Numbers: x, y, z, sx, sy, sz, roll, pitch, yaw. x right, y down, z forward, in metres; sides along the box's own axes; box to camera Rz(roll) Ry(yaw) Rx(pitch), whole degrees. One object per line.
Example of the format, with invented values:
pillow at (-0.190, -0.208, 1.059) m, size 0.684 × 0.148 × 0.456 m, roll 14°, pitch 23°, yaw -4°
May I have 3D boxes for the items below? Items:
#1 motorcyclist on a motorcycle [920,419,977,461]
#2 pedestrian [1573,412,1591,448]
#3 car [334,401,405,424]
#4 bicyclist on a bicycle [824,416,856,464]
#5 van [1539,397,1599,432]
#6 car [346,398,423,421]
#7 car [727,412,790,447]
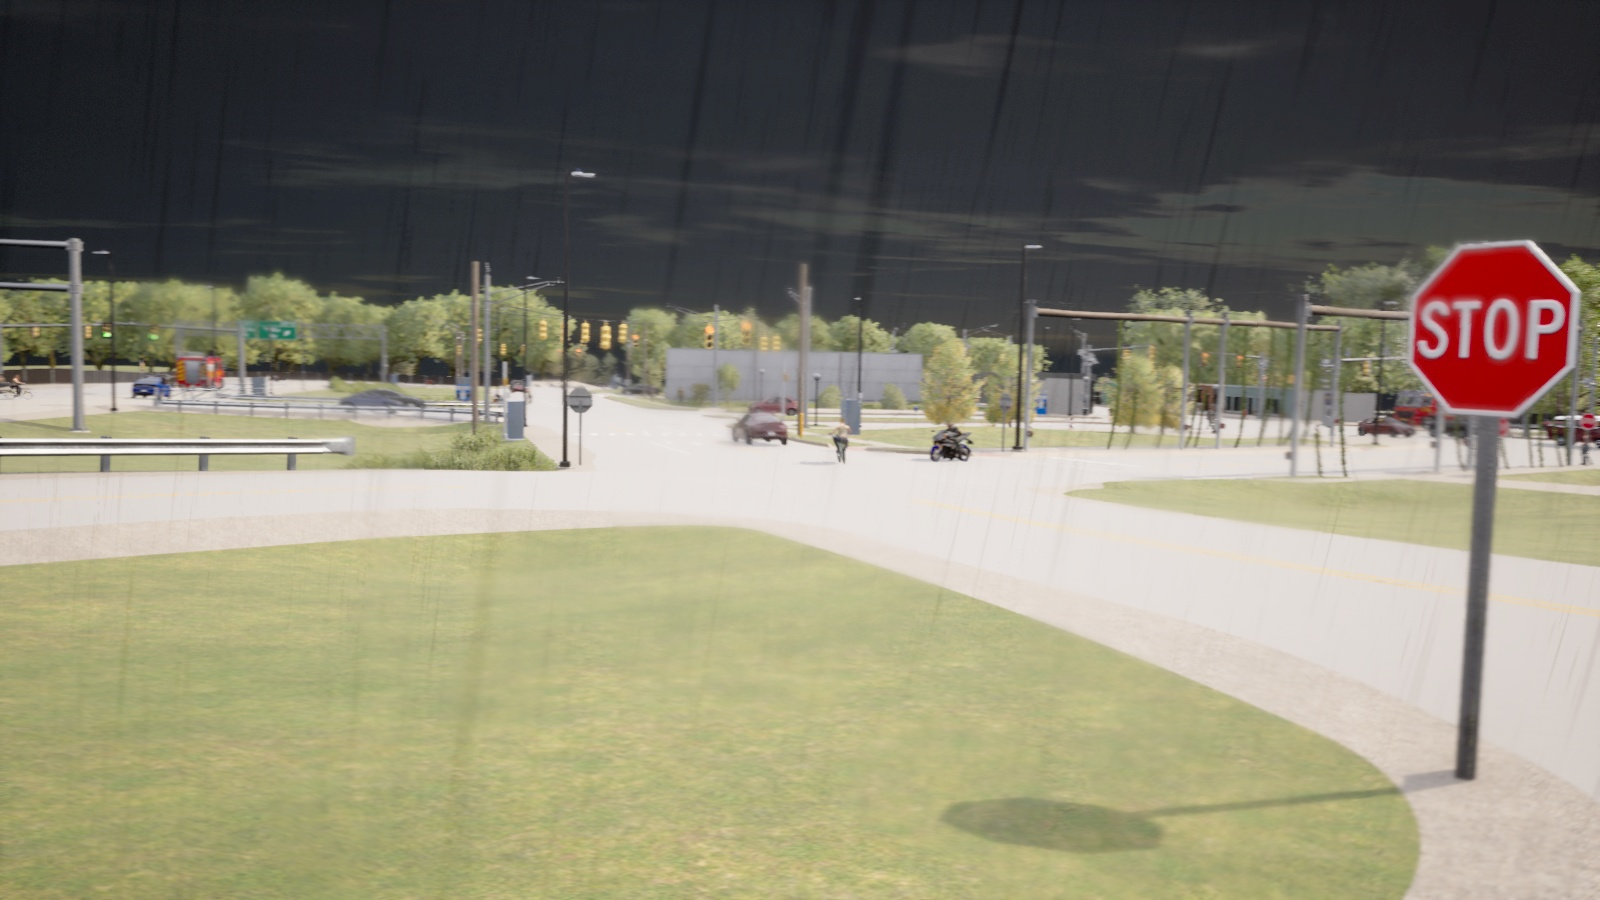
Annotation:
motorcyclist on a motorcycle at (5.671, -0.397, 47.926) m, size 2.191 × 1.530 × 0.866 m, roll -1°, pitch 4°, yaw -40°
pedestrian at (39.790, -1.022, 63.877) m, size 0.345 × 1.836 × 0.594 m, roll -2°, pitch 5°, yaw -21°
car at (-27.952, -2.456, 81.697) m, size 4.181 × 1.385 × 1.994 m, roll 1°, pitch 3°, yaw -14°
bicyclist on a bicycle at (1.388, -0.367, 43.837) m, size 0.866 × 1.612 × 1.509 m, roll -1°, pitch 3°, yaw -8°
van at (51.198, -2.331, 82.124) m, size 2.069 × 2.038 × 4.480 m, roll -4°, pitch 6°, yaw -34°
car at (-28.177, -2.754, 85.350) m, size 4.892 × 1.490 × 1.837 m, roll -1°, pitch 4°, yaw -17°
car at (-1.946, -0.975, 57.621) m, size 1.812 × 1.442 × 4.674 m, roll -1°, pitch 3°, yaw -16°
